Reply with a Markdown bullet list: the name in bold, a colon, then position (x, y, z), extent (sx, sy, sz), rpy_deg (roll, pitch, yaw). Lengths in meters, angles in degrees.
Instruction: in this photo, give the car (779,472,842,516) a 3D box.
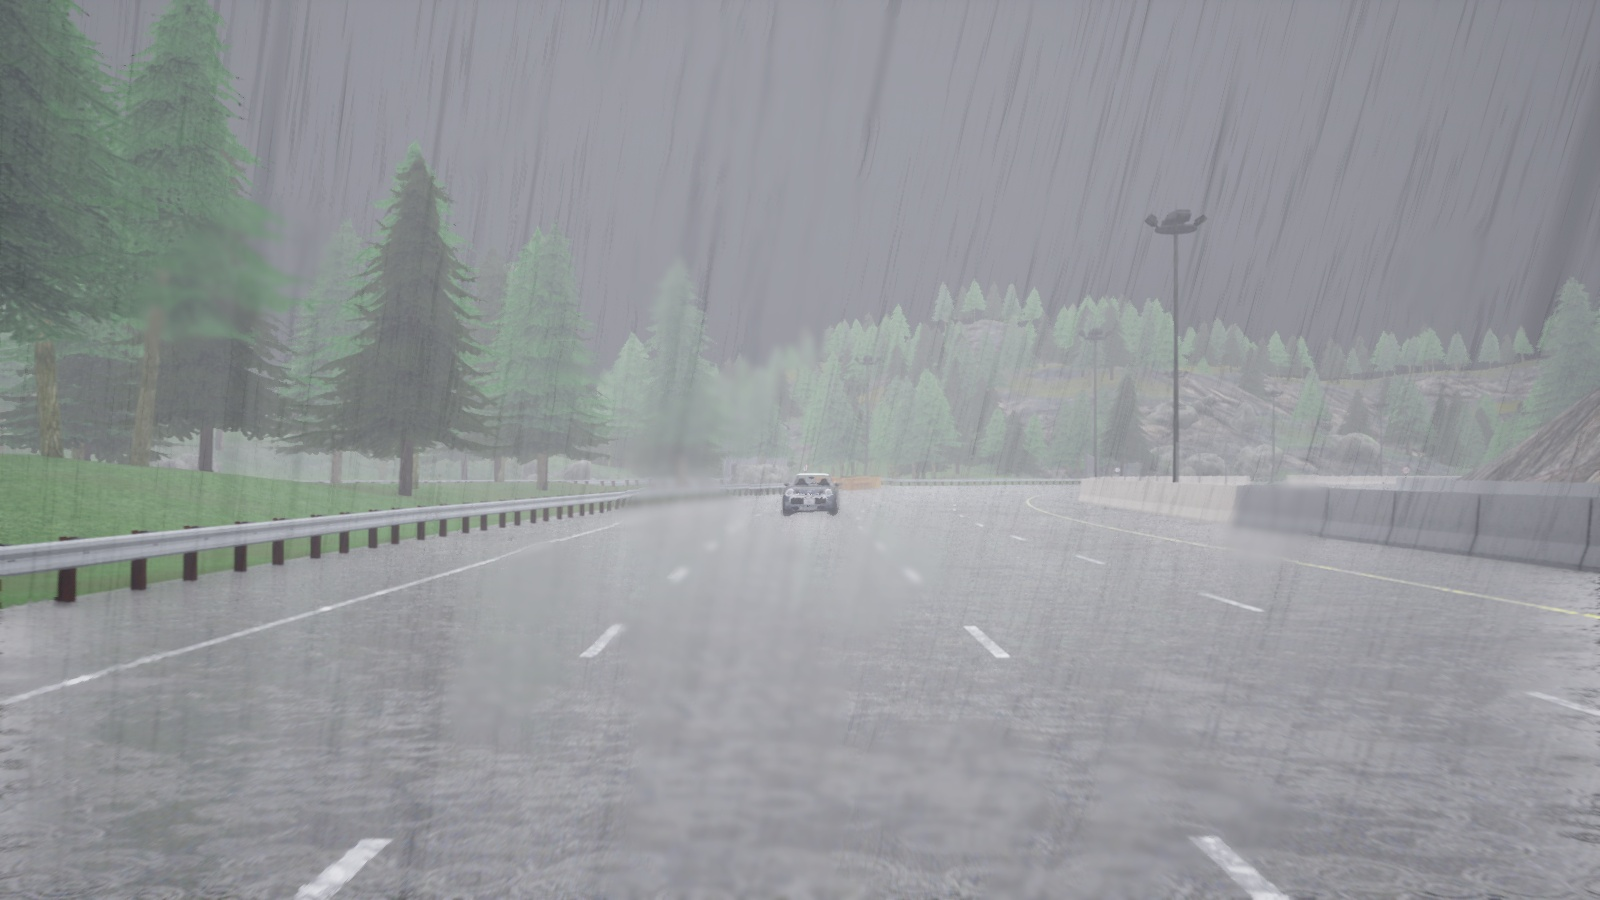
- **car**: position (0.421, 1.513, 43.919), extent (1.970, 1.475, 3.806), rpy_deg (0, -1, 4)
